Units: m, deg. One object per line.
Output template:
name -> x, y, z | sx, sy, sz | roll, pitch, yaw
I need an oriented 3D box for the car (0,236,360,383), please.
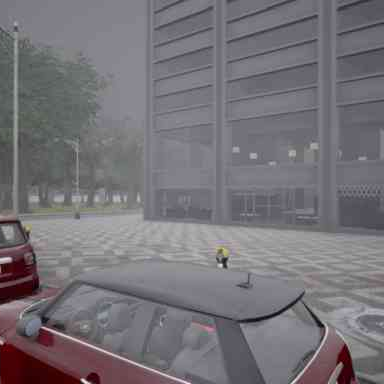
car -> -0.614, 1.440, 3.398 | 4.097, 1.590, 1.967 | 0, 0, 35

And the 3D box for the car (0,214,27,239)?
car -> -5.043, 1.315, 6.552 | 5.009, 1.841, 2.192 | 0, 0, 35
